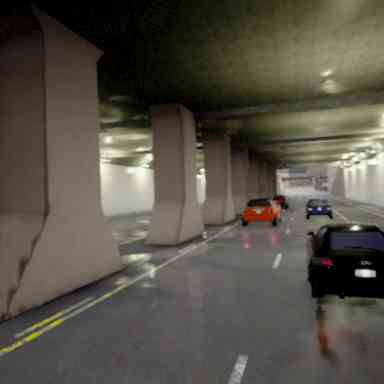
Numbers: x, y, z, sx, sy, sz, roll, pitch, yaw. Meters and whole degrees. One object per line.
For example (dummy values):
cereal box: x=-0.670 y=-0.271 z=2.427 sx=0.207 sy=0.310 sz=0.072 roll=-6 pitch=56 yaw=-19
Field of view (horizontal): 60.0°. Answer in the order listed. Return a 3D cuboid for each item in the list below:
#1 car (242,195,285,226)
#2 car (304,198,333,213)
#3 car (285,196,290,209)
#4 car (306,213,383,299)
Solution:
car: x=4.674 y=1.174 z=21.957 sx=2.097 sy=1.767 sz=4.553 roll=-2 pitch=0 yaw=19
car: x=9.566 y=1.194 z=25.271 sx=2.033 sy=1.411 sz=5.357 roll=-2 pitch=0 yaw=19
car: x=10.087 y=1.128 z=38.045 sx=1.837 sy=1.490 sz=4.892 roll=-2 pitch=0 yaw=19
car: x=3.785 y=1.425 z=7.957 sx=1.994 sy=1.385 sz=4.181 roll=-2 pitch=0 yaw=18
